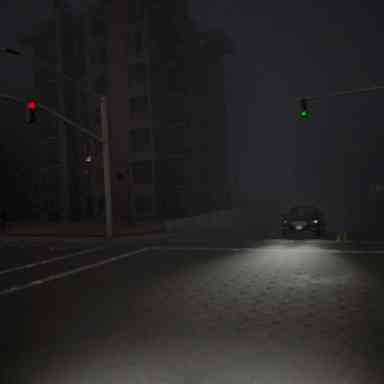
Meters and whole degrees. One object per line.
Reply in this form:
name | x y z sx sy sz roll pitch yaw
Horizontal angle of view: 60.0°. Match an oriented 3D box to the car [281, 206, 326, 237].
car | 5.947 1.499 17.564 2.128 1.511 4.902 -3 -4 25
